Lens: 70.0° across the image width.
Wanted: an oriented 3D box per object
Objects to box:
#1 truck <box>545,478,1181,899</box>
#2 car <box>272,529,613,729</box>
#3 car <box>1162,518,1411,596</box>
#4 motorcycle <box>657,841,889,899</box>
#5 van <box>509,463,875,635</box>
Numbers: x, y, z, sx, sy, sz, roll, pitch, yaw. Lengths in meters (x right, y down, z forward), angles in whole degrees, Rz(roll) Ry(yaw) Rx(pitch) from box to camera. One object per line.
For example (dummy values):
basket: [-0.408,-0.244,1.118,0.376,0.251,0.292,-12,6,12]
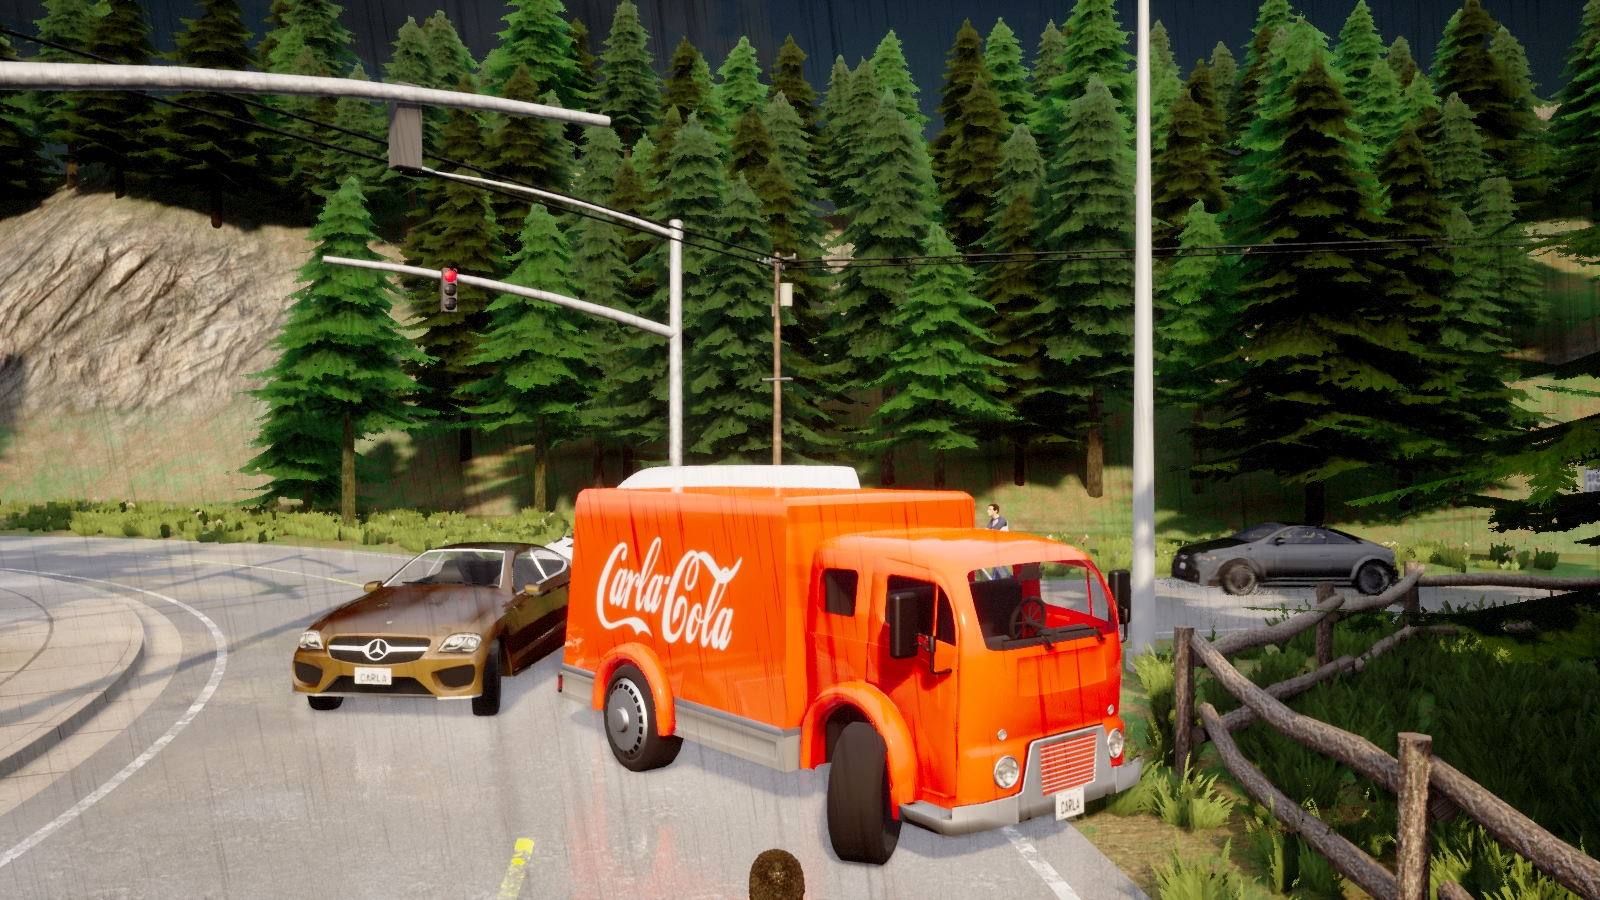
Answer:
truck: [0.202,1.542,9.769,2.627,2.467,5.204,0,0,-39]
car: [-4.038,1.970,14.038,2.152,1.651,5.027,0,0,6]
car: [9.699,2.119,23.028,4.181,1.385,1.994,0,0,0]
motorcycle: [-0.074,2.159,3.526,0.803,1.199,2.033,0,0,-2]
van: [-1.776,1.528,19.549,5.915,2.561,1.988,0,0,-27]
